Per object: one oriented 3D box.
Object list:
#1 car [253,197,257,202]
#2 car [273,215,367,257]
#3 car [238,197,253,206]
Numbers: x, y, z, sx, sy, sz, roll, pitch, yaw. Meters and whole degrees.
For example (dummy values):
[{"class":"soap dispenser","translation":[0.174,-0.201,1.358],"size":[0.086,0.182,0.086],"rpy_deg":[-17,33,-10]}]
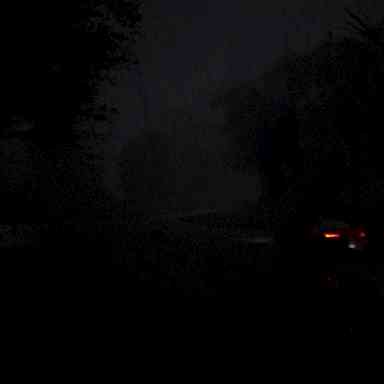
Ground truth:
[{"class":"car","translation":[16.078,1.925,87.147],"size":[1.994,1.385,4.181],"rpy_deg":[-1,2,15]},{"class":"car","translation":[4.990,1.658,13.510],"size":[1.812,1.442,4.674],"rpy_deg":[0,-1,-11]},{"class":"car","translation":[10.982,2.242,70.600],"size":[2.128,1.511,4.902],"rpy_deg":[-1,0,18]}]
